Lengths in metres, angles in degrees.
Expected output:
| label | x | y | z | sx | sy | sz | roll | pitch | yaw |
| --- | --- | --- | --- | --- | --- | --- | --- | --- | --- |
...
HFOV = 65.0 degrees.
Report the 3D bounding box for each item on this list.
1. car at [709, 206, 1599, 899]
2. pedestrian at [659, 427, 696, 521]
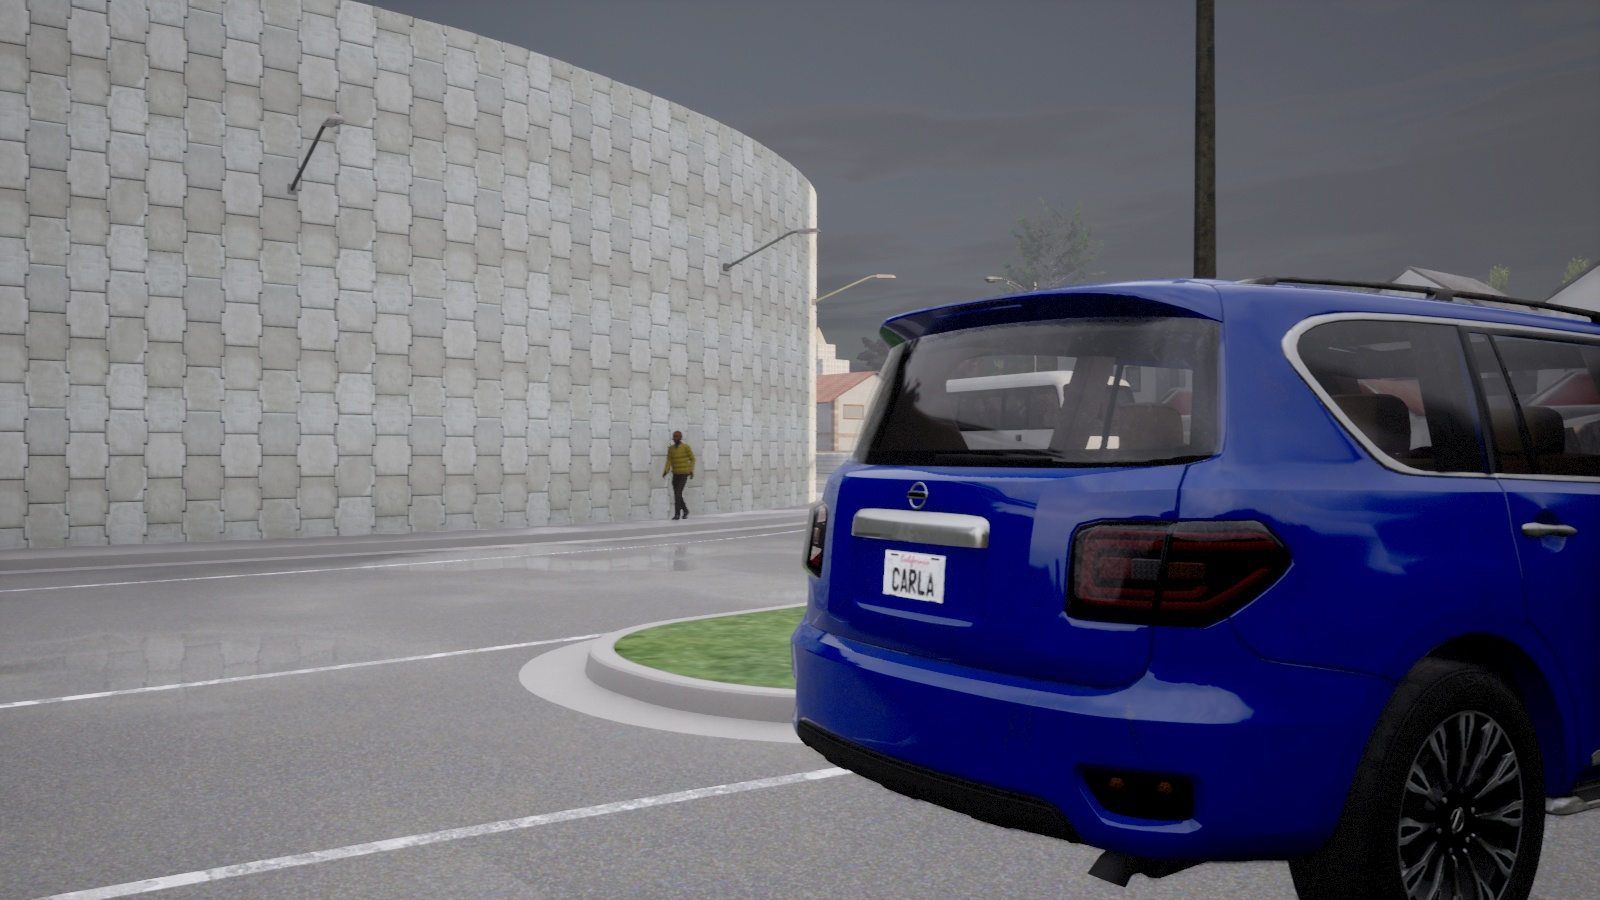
| label | x | y | z | sx | sy | sz | roll | pitch | yaw |
| --- | --- | --- | --- | --- | --- | --- | --- | --- | --- |
| car | 2.590 | 0.472 | 5.239 | 5.566 | 2.045 | 2.150 | 0 | 0 | -32 |
| pedestrian | -2.416 | 0.468 | 24.851 | 0.370 | 1.835 | 0.726 | 0 | 0 | 29 |
